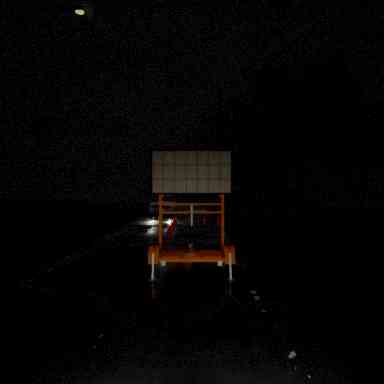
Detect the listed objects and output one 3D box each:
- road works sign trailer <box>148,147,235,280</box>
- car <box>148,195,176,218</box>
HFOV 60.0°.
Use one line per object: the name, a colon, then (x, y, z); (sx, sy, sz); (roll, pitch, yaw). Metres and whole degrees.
road works sign trailer: (-0.009, 0.471, 9.892); (2.380, 3.560, 2.880); (0, 0, 0)
car: (-2.717, 1.276, 31.064); (2.150, 2.045, 5.566); (0, 0, 0)
